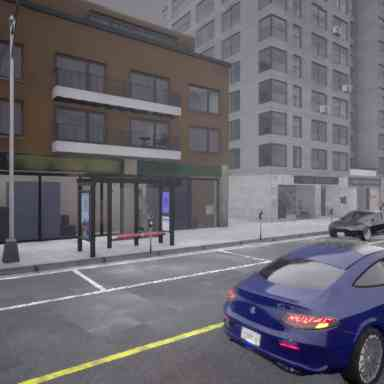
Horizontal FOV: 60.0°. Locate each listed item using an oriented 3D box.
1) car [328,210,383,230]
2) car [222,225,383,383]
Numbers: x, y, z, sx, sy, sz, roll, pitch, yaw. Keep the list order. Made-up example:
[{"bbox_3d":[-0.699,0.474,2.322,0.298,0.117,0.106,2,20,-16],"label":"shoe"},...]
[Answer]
[{"bbox_3d":[8.602,1.566,16.530,4.313,1.339,1.947,0,0,-36],"label":"car"},{"bbox_3d":[2.563,1.525,5.262,4.674,1.442,1.812,0,0,-35],"label":"car"}]
